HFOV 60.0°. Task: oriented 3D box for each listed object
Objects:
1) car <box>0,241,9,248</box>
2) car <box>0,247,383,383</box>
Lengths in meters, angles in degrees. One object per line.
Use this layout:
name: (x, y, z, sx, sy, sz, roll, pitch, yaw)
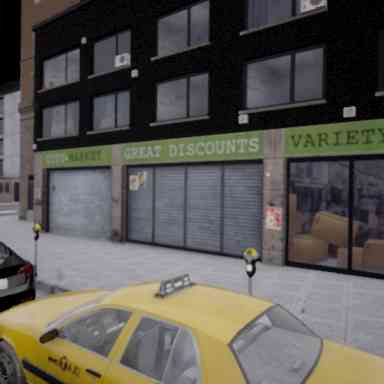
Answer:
car: (-4.784, 1.513, 6.504, 4.313, 1.339, 1.947, 0, 1, 36)
car: (-0.375, 1.510, 3.358, 4.829, 1.417, 1.752, 0, 1, 36)
